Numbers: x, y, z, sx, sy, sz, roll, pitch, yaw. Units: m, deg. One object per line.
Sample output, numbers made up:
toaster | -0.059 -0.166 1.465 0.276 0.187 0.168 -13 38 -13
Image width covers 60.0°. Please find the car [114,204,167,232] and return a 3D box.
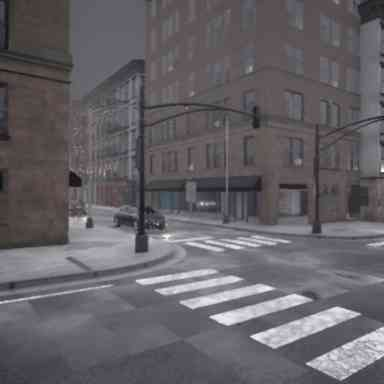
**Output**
car | -3.346 1.567 20.925 1.837 1.490 4.892 0 0 -35

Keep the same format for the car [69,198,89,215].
car | -11.757 1.354 32.852 2.097 1.767 4.553 0 0 -35
